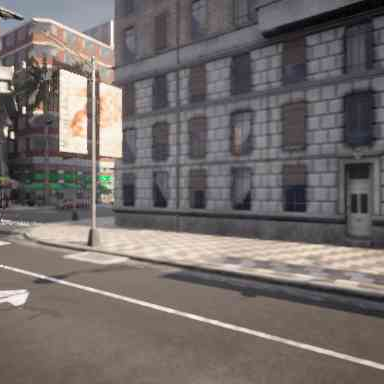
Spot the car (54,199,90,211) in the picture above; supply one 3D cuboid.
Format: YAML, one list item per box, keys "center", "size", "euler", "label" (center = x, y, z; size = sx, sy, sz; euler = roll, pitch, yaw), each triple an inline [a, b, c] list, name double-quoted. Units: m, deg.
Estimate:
- center: [-15.199, 1.571, 42.300]
  size: [1.812, 1.442, 4.674]
  euler: [0, 0, 36]
  label: "car"

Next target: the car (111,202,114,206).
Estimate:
- center: [-9.732, 1.646, 49.711]
  size: [1.895, 1.301, 4.718]
  euler: [0, 0, 37]
  label: "car"
